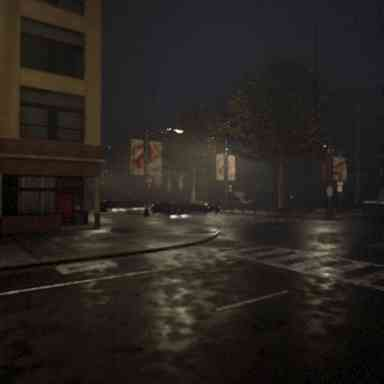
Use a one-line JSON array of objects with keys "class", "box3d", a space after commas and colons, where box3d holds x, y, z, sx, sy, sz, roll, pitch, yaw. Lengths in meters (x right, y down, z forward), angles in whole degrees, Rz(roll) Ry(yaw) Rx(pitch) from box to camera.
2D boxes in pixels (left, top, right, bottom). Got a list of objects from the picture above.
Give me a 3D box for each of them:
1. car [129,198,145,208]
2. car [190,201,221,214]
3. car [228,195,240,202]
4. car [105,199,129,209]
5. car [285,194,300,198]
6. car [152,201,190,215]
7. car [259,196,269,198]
[{"class": "car", "box3d": [-8.706, 1.613, 49.524, 1.994, 1.385, 4.181, 0, 0, -35]}, {"class": "car", "box3d": [1.017, 1.650, 35.876, 1.895, 1.301, 4.718, 0, 0, -36]}, {"class": "car", "box3d": [9.128, 1.533, 77.557, 2.161, 1.482, 4.786, 0, 0, -36]}, {"class": "car", "box3d": [-10.946, 1.605, 46.627, 1.994, 1.385, 4.181, 0, 0, -35]}, {"class": "car", "box3d": [19.602, 1.450, 70.070, 2.002, 1.452, 4.674, 0, 0, -36]}, {"class": "car", "box3d": [-2.476, 1.605, 34.743, 1.994, 1.385, 4.181, 0, 0, -36]}, {"class": "car", "box3d": [18.782, 1.610, 84.002, 1.895, 1.301, 4.718, 0, 0, -36]}]
